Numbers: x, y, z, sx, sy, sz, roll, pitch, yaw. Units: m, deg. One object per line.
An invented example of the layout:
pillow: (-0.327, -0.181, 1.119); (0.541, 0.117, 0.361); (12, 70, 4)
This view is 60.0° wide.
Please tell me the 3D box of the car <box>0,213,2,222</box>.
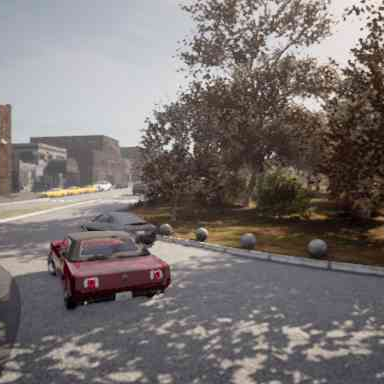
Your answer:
car: (-14.251, 1.501, 20.543); (4.902, 1.511, 2.128); (0, 0, 12)

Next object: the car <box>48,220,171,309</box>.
car: (-2.269, 1.604, 8.011); (1.895, 1.301, 4.718); (0, 0, -28)

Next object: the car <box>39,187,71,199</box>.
car: (-21.652, 0.121, 52.067); (1.946, 1.575, 5.366); (0, 3, 11)

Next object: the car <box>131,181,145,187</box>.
car: (-14.611, -2.197, 90.347); (2.231, 1.521, 4.892); (0, 3, 10)

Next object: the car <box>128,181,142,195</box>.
car: (-8.619, -0.557, 57.756); (2.150, 2.045, 5.566); (0, 3, 10)

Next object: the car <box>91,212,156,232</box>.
car: (-3.376, 1.570, 14.645); (1.994, 1.385, 4.181); (0, 0, -42)

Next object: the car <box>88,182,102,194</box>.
car: (-19.651, -0.539, 62.912); (1.946, 1.575, 5.366); (0, 3, 10)

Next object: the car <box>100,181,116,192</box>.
car: (-18.603, -1.132, 68.600); (2.435, 2.045, 5.566); (0, 3, 10)

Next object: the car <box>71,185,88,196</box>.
car: (-20.647, -0.210, 57.488); (1.946, 1.575, 5.366); (0, 3, 10)

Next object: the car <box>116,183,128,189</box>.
car: (-16.614, -1.509, 79.463); (2.163, 1.488, 4.792); (0, 3, 10)
